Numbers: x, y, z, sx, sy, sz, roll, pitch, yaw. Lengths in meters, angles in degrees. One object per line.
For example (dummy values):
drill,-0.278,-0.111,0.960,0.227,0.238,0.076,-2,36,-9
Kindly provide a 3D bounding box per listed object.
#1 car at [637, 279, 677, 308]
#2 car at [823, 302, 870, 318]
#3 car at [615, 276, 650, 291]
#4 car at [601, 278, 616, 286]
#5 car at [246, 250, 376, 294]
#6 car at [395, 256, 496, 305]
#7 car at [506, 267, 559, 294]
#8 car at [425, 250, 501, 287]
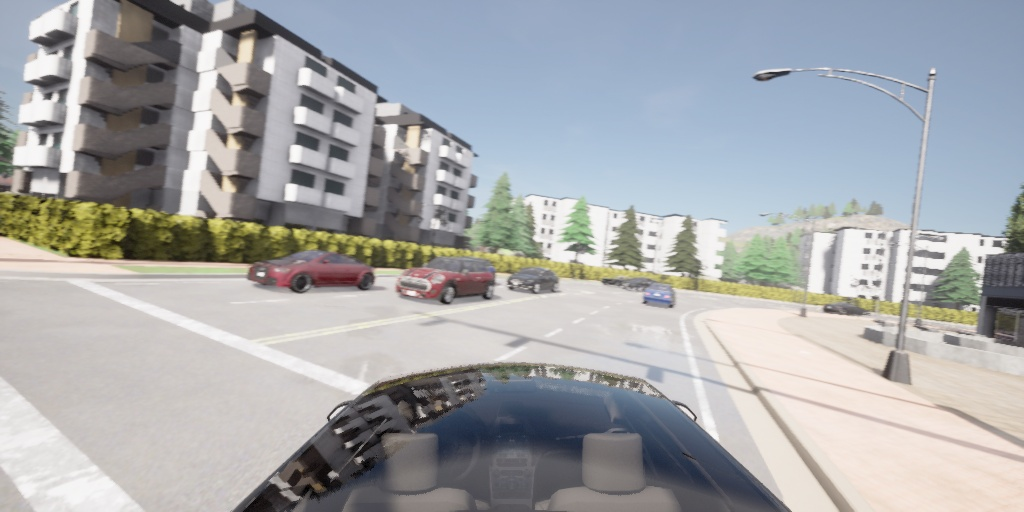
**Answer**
car,9.998,2.583,24.178,2.033,1.411,5.357,7,0,26
car,36.470,5.812,39.103,4.181,1.385,1.994,7,0,-6
car,13.060,2.900,36.317,4.892,1.490,1.837,8,-1,-38
car,12.050,2.880,39.951,4.718,1.301,1.895,7,0,-36
car,-7.009,0.485,13.019,1.994,1.385,4.181,7,0,25
car,-2.484,0.822,14.476,2.097,1.767,4.553,7,0,25
car,1.422,1.461,22.446,1.837,1.490,4.892,7,0,29
car,-2.813,0.796,21.757,2.097,1.767,4.553,7,0,28
